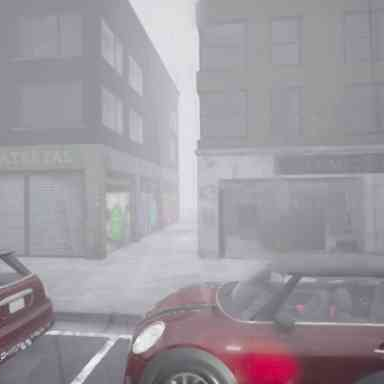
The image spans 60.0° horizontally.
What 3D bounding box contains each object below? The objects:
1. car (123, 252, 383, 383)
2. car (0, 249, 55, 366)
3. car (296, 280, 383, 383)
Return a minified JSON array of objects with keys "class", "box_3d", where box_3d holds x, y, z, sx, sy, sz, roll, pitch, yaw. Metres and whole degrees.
[{"class":"car","box_3d":[1.301,1.451,3.817,4.097,1.590,1.967,-1,0,7]},{"class":"car","box_3d":[-4.175,1.499,4.537,4.097,1.590,1.967,-1,0,7]},{"class":"car","box_3d":[3.219,1.488,1.590,4.892,1.490,1.837,-1,0,7]}]
